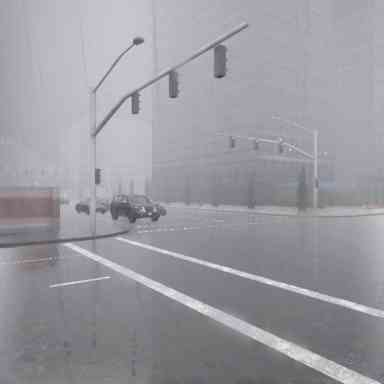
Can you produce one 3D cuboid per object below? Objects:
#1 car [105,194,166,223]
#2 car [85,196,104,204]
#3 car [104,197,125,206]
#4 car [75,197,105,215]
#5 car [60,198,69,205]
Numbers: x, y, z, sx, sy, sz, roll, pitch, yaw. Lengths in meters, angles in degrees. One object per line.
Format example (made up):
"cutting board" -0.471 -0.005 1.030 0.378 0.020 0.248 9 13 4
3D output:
"car" -4.598 1.221 26.152 2.150 2.045 5.566 0 0 -35
"car" -19.086 1.492 64.785 2.128 1.511 4.902 0 0 -36
"car" -13.119 1.526 56.451 1.812 1.442 4.674 0 0 -36
"car" -10.556 1.547 34.495 2.033 1.411 5.357 0 0 -36
"car" -22.743 1.600 57.687 1.895 1.301 4.718 0 0 -35
